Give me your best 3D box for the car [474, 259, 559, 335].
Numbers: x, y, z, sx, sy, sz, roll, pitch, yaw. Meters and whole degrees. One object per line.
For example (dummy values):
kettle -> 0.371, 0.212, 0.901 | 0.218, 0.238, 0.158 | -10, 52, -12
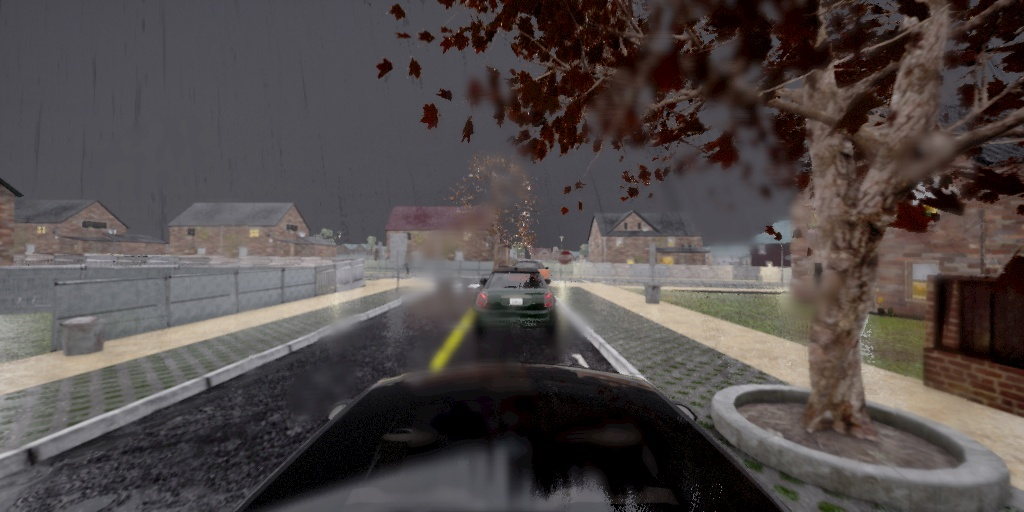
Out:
car -> 0.102, 1.098, 10.638 | 2.097, 1.767, 4.553 | 0, 0, 0

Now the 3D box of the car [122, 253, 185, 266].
car -> -27.613, 0.601, 27.628 | 4.553, 1.767, 2.097 | 1, 0, 0

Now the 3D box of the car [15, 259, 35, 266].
car -> -44.143, 0.546, 30.422 | 5.357, 1.411, 2.033 | 1, 0, 0

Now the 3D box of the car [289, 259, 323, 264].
car -> -15.024, 0.949, 27.699 | 5.008, 1.535, 1.882 | 1, 0, 0

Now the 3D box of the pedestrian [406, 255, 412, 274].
pedestrian -> -9.687, 0.754, 33.593 | 0.375, 1.860, 0.375 | 0, -1, 0

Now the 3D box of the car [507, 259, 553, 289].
car -> 1.359, 1.104, 24.169 | 2.097, 1.767, 4.553 | 1, 0, 16
